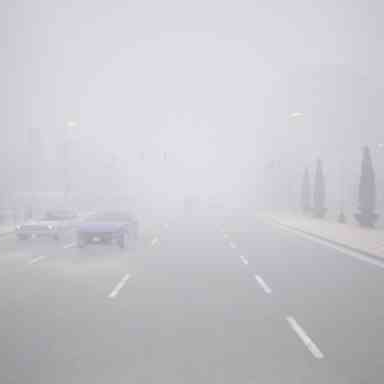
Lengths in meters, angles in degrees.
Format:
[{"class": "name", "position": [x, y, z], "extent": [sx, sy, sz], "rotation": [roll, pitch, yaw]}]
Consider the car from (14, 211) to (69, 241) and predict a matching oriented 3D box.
[{"class": "car", "position": [-7.041, 1.650, 17.032], "extent": [1.895, 1.301, 4.718], "rotation": [0, 0, 1]}]

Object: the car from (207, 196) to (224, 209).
[{"class": "car", "position": [3.509, 1.679, 47.679], "extent": [1.812, 1.442, 4.674], "rotation": [0, 0, 0]}]

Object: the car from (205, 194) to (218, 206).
[{"class": "car", "position": [3.512, 1.399, 57.707], "extent": [2.150, 2.045, 5.566], "rotation": [0, 0, 0]}]

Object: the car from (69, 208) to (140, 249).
[{"class": "car", "position": [-3.556, 1.521, 14.939], "extent": [1.882, 1.535, 5.008], "rotation": [0, -1, 0]}]

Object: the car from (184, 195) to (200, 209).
[{"class": "car", "position": [0.008, 1.381, 47.294], "extent": [2.150, 2.045, 5.566], "rotation": [0, 0, 0]}]
